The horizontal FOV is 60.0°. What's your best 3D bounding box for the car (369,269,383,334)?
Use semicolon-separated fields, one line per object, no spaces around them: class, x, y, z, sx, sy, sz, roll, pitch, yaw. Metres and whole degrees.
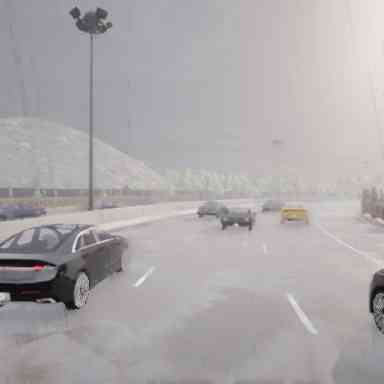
car;3.832;1.509;3.710;2.128;1.511;4.902;0;0;3

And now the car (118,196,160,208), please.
car;-4.768;1.334;32.228;2.097;1.767;4.553;0;0;20

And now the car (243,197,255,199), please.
car;11.379;1.672;67.153;2.033;1.411;5.357;0;0;41

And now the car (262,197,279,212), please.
car;9.636;1.611;38.980;1.994;1.385;4.181;0;0;26

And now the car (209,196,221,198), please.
car;4.204;1.562;63.790;1.837;1.490;4.892;0;0;37

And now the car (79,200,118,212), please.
car;-8.718;1.490;31.543;1.812;1.442;4.674;0;0;19

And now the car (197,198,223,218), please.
car;2.023;1.559;30.148;2.033;1.411;5.357;0;0;20

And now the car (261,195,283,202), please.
car;16.187;1.233;67.288;2.033;1.411;5.357;0;0;43

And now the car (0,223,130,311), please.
car;-2.860;1.479;7.791;2.128;1.511;4.902;0;0;5

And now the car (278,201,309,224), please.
car;7.846;1.515;25.368;1.882;1.535;5.008;0;0;17

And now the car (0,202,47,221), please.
car;-13.945;1.487;26.418;2.033;1.411;5.357;0;0;15

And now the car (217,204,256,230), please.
car;3.073;1.617;21.301;1.895;1.301;4.718;0;0;14
